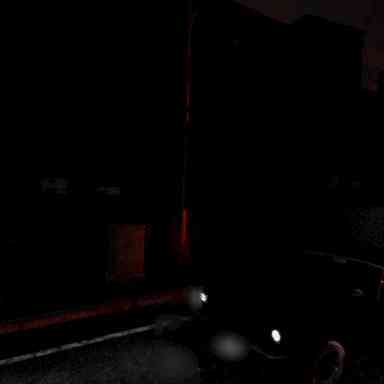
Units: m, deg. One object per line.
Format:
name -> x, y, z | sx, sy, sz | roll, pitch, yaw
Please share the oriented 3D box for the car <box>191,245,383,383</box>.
car -> 2.381, 1.599, 5.189 | 4.718, 1.301, 1.895 | 0, 0, -30
